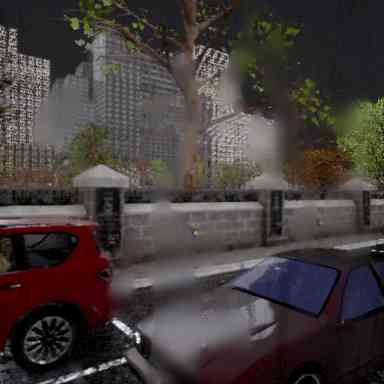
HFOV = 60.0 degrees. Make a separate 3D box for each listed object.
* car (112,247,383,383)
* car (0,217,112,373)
[{"bbox_3d":[1.851,1.559,4.680,5.357,1.411,2.033,0,0,-35],"label":"car"},{"bbox_3d":[-3.417,1.314,4.120,5.009,1.841,2.192,0,0,-35],"label":"car"}]
